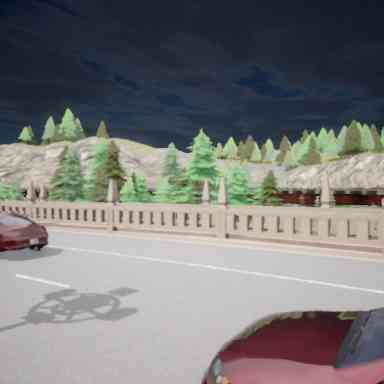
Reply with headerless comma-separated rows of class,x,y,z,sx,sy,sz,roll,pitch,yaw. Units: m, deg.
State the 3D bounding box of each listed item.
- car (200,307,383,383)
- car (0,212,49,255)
car,2.092,1.553,2.374,4.181,1.385,1.994,0,0,35
car,-7.293,1.483,12.244,4.674,1.442,1.812,0,0,29
